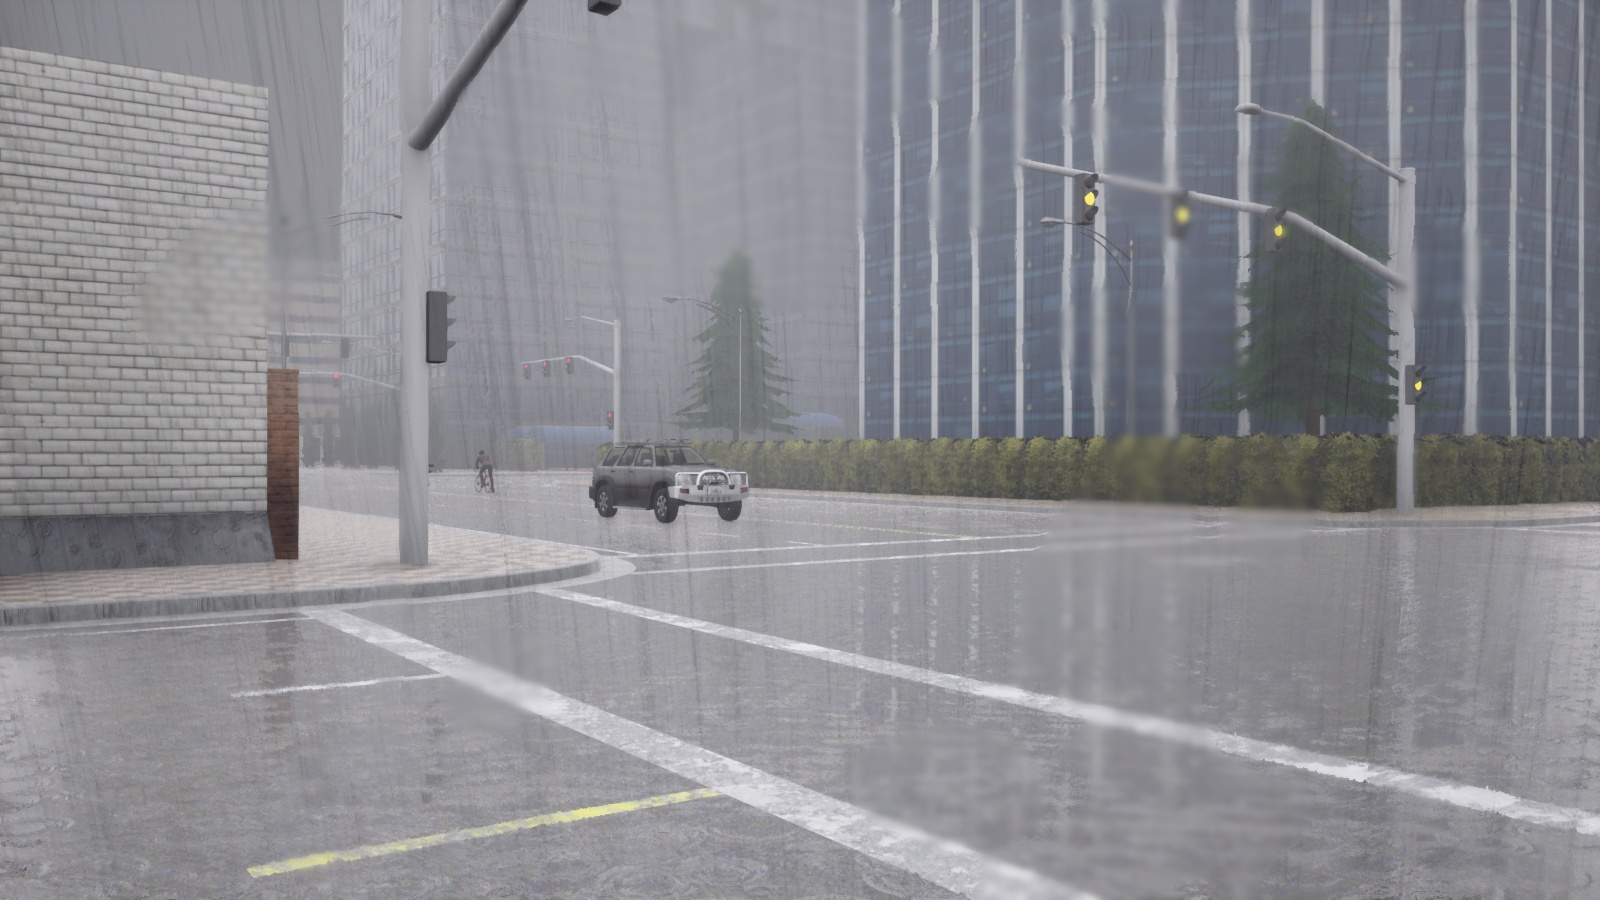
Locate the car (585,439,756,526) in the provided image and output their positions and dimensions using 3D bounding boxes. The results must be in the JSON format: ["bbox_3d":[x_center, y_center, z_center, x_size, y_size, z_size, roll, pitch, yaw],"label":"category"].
[{"bbox_3d":[-3.097,0.695,29.092,1.932,1.855,4.605,0,0,-35],"label":"car"}]
